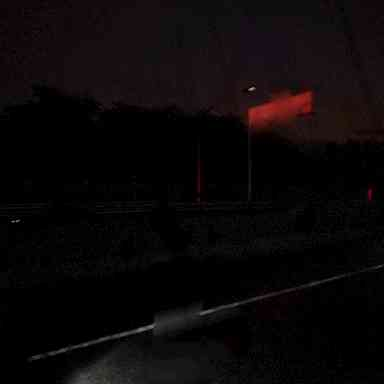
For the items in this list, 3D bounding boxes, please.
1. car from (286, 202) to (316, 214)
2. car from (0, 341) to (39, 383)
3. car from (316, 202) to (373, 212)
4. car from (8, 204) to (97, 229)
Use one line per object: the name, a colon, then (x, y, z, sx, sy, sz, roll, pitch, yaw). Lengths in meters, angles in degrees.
car: (10.040, 1.577, 28.363, 4.902, 1.511, 2.128, 1, 0, -35)
car: (-3.430, 1.550, 1.309, 5.357, 1.411, 2.033, 0, 0, -35)
car: (12.098, 1.578, 25.532, 4.902, 1.511, 2.128, 1, 0, -35)
car: (-8.126, 1.502, 19.696, 4.892, 1.490, 1.837, 0, 0, -36)
